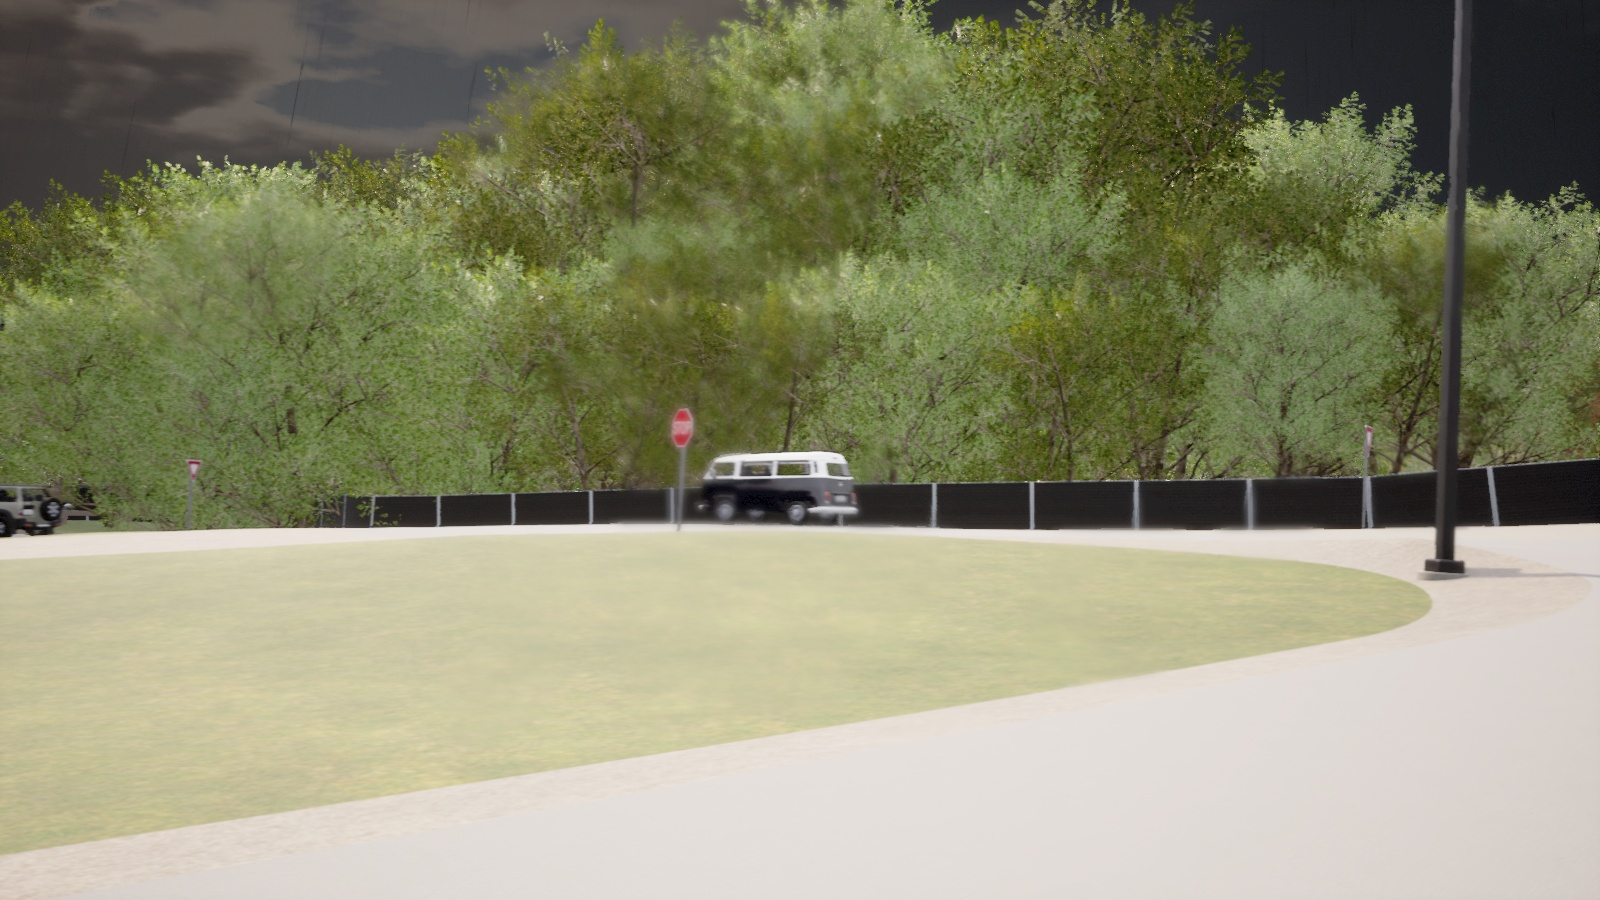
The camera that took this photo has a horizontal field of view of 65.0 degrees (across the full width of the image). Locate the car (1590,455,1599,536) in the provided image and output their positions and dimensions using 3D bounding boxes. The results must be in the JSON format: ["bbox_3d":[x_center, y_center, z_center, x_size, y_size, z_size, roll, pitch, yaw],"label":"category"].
[{"bbox_3d":[16.268,0.705,21.149,4.674,1.442,1.812,-2,-4,19],"label":"car"}]

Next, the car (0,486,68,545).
[{"bbox_3d":[-26.430,2.083,40.525,4.605,1.855,1.932,0,-2,8],"label":"car"}]

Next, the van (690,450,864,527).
[{"bbox_3d":[-0.674,1.114,35.133,4.480,2.038,2.069,-2,-4,34],"label":"van"}]
